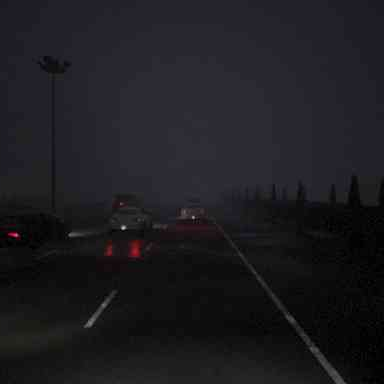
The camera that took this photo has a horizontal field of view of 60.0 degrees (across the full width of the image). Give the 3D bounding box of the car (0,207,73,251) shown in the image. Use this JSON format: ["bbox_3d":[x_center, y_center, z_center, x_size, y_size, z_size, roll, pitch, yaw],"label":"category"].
[{"bbox_3d":[-6.899,1.556,14.207,2.033,1.411,5.357,0,0,0],"label":"car"}]

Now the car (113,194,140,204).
[{"bbox_3d":[-6.899,1.241,35.324,2.150,2.045,5.566,0,0,0],"label":"car"}]

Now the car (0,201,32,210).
[{"bbox_3d":[-14.095,1.493,25.395,1.882,1.535,5.008,0,0,0],"label":"car"}]

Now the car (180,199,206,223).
[{"bbox_3d":[0.095,1.540,25.398,1.812,1.442,4.674,0,0,0],"label":"car"}]

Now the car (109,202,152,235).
[{"bbox_3d":[-3.399,1.536,18.831,1.812,1.442,4.674,0,0,0],"label":"car"}]

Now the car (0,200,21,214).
[{"bbox_3d":[-21.056,1.622,36.686,1.895,1.301,4.718,0,0,0],"label":"car"}]
